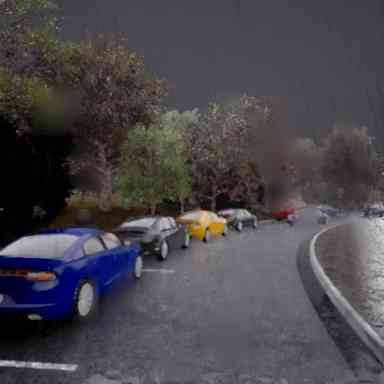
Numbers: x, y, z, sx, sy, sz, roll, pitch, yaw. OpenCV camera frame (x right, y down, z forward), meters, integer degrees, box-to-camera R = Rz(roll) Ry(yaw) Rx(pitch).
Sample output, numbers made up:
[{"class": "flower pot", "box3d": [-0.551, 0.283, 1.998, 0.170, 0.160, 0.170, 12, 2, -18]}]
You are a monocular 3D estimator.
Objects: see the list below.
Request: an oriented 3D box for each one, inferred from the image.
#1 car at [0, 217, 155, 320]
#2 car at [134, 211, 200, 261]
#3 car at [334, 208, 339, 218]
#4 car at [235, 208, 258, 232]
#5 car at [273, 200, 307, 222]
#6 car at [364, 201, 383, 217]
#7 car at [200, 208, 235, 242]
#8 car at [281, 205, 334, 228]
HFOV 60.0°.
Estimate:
[{"class": "car", "box3d": [-2.579, 1.530, 7.463, 2.097, 1.535, 5.008, 0, -2, 9]}, {"class": "car", "box3d": [-1.453, 1.629, 13.027, 2.231, 1.521, 4.892, 0, -1, 15]}, {"class": "car", "box3d": [14.376, 2.136, 36.607, 5.008, 1.535, 2.097, 1, -2, -41]}, {"class": "car", "box3d": [3.107, 1.890, 23.380, 2.231, 1.521, 4.892, -2, -2, 31]}, {"class": "car", "box3d": [10.037, 1.811, 32.475, 2.435, 2.045, 5.566, -3, -2, 43]}, {"class": "car", "box3d": [21.132, 2.071, 37.755, 4.674, 1.442, 1.812, 1, -3, -43]}, {"class": "car", "box3d": [0.488, 1.768, 18.274, 2.097, 1.535, 5.008, -1, -1, 23]}, {"class": "car", "box3d": [9.040, 1.929, 25.719, 2.033, 1.411, 5.357, -2, -2, 36]}]
